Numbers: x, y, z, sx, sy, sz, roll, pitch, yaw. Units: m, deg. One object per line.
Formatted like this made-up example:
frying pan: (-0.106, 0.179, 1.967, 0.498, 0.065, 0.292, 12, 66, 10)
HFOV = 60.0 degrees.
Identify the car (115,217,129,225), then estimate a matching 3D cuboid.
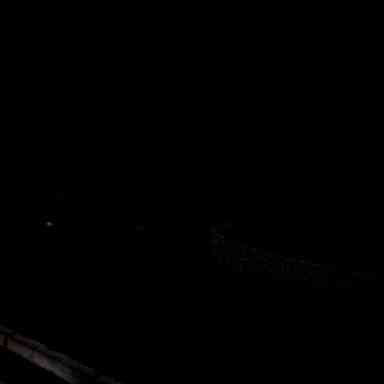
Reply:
car: (-19.024, 7.862, 90.535, 1.946, 1.575, 5.366, 0, 1, 10)

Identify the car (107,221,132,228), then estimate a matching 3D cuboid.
car: (-15.151, 6.763, 69.709, 4.674, 1.452, 2.002, 0, -5, 5)

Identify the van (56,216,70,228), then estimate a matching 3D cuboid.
van: (-22.640, 4.793, 53.356, 4.442, 1.987, 1.878, 0, -6, 5)

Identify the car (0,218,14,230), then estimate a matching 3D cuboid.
car: (-23.809, 3.723, 38.556, 1.895, 1.301, 4.718, -1, -6, 24)

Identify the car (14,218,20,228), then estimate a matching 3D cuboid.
car: (-26.559, 4.203, 45.136, 4.674, 1.452, 2.002, 0, -5, 5)

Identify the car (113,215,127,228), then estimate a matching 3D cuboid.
car: (-16.437, 6.188, 67.007, 5.566, 2.045, 2.435, 0, -5, 5)

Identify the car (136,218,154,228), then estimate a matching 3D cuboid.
car: (-9.847, 6.659, 68.806, 1.994, 1.385, 4.181, -1, -6, 24)

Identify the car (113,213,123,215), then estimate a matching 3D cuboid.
car: (-21.671, 7.708, 91.841, 2.185, 1.767, 4.553, 0, 1, 10)

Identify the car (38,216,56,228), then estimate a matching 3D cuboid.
car: (-24.215, 4.729, 50.625, 5.366, 1.575, 1.946, 0, -5, 5)

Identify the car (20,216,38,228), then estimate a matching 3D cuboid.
car: (-25.304, 4.488, 47.878, 4.674, 1.452, 2.002, 0, -6, 5)

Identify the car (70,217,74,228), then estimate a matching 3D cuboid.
car: (-20.213, 5.587, 58.797, 4.892, 1.521, 2.231, 0, -5, 5)

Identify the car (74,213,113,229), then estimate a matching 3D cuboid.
car: (-16.243, 5.061, 55.046, 2.150, 2.045, 5.566, -1, -6, 25)
